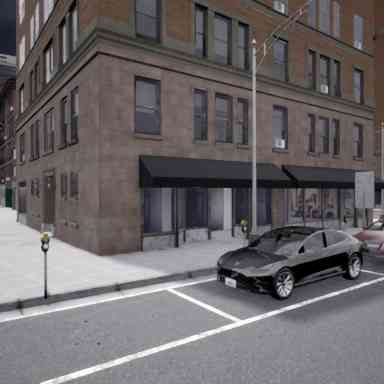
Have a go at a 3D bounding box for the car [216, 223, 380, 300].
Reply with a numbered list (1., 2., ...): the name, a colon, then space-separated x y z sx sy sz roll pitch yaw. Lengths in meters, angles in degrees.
1. car: 2.599 1.565 8.382 4.313 1.339 1.947 0 0 -35

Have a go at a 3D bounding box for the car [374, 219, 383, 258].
1. car: 7.080 1.582 11.573 4.206 1.307 1.802 0 0 -35
